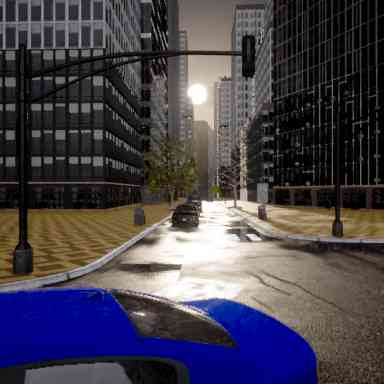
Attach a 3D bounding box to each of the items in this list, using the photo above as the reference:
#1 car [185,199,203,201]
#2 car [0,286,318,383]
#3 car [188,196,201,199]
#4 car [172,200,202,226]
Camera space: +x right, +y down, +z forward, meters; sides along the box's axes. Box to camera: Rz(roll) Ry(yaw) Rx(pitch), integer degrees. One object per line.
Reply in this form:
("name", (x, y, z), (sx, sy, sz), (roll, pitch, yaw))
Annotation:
("car", (-0.068, 1.777, 35.628), (1.812, 1.442, 4.674), (0, 0, 2))
("car", (-1.453, 1.491, 2.055), (5.008, 1.535, 1.882), (0, 0, -27))
("car", (0.311, 1.554, 46.281), (2.150, 2.045, 5.566), (0, 0, 2))
("car", (-0.433, 1.653, 25.415), (1.882, 1.535, 5.008), (0, 0, 2))
